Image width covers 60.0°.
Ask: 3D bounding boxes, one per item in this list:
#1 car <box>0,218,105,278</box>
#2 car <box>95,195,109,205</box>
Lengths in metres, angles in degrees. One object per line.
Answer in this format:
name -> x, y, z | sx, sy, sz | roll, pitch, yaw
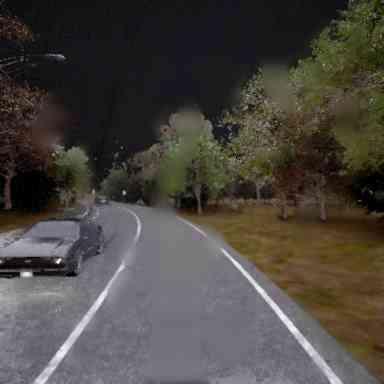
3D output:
car -> -4.025, 1.534, 10.391 | 2.033, 1.411, 5.357 | 0, 0, -4
car -> -14.232, 1.296, 52.484 | 2.128, 1.511, 4.902 | 2, 0, -22
